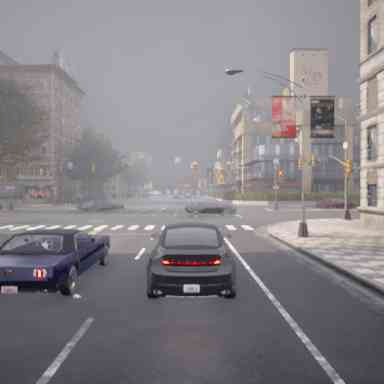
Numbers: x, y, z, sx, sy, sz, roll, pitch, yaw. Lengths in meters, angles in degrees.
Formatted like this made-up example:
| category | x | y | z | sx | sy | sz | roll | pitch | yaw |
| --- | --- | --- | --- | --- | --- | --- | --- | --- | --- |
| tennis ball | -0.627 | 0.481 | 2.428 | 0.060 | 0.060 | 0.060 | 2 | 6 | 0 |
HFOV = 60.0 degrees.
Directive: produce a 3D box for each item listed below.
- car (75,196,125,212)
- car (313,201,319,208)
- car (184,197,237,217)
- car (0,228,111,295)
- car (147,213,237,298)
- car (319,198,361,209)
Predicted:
| category | x | y | z | sx | sy | sz | roll | pitch | yaw |
| --- | --- | --- | --- | --- | --- | --- | --- | --- | --- |
| car | -10.438 | 1.529 | 38.021 | 5.357 | 1.411 | 2.033 | 0 | 0 | -41 |
| car | 19.296 | 1.503 | 46.290 | 4.674 | 1.442 | 1.812 | 0 | 0 | 0 |
| car | 1.671 | 1.476 | 30.978 | 4.902 | 1.511 | 2.128 | 0 | 0 | 0 |
| car | -3.516 | 1.597 | 8.634 | 1.895 | 1.301 | 4.718 | 0 | 0 | 0 |
| car | -0.016 | 1.501 | 8.455 | 1.837 | 1.490 | 4.892 | 0 | 0 | 0 |
| car | 19.339 | 1.580 | 42.791 | 4.718 | 1.301 | 1.895 | 0 | 0 | 0 |
